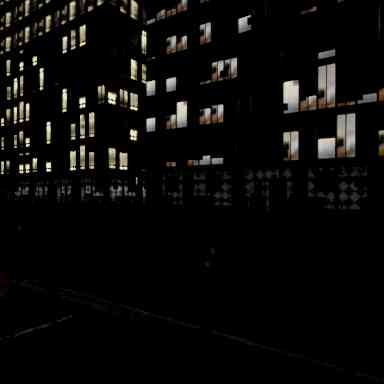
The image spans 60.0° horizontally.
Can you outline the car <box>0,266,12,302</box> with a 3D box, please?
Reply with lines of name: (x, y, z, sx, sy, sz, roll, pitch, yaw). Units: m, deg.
car: (-5.554, 1.526, 6.846, 4.829, 1.417, 1.752, 0, 0, 36)
